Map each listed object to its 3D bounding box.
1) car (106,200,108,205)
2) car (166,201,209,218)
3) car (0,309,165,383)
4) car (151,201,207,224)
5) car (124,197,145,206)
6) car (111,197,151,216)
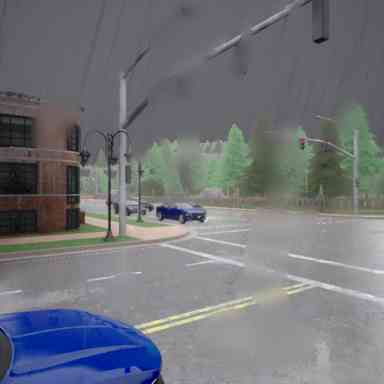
[{"bbox_3d":[-12.626,1.564,54.562,1.994,1.385,4.181,0,0,-35],"label":"car"},{"bbox_3d":[-0.491,1.564,30.776,1.994,1.385,4.181,0,0,-35],"label":"car"},{"bbox_3d":[-2.501,1.478,1.957,5.008,1.535,1.882,0,0,-36],"label":"car"},{"bbox_3d":[-0.919,1.478,25.274,1.882,1.535,5.008,0,0,-35],"label":"car"},{"bbox_3d":[-9.828,1.526,56.668,1.812,1.442,4.674,0,0,-35],"label":"car"},{"bbox_3d":[-6.195,1.526,32.833,1.812,1.442,4.674,0,0,-35],"label":"car"}]
